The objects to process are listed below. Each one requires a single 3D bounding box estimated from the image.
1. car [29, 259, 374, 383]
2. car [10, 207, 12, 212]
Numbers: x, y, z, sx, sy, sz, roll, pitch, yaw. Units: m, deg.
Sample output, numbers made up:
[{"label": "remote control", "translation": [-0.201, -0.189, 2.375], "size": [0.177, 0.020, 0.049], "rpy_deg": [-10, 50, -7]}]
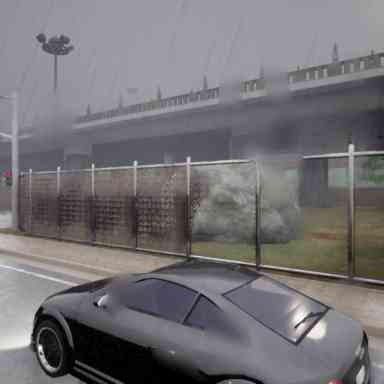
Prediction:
[{"label": "car", "translation": [-0.146, 1.564, 4.094], "size": [4.181, 1.385, 1.994], "rpy_deg": [0, 0, 36]}, {"label": "car", "translation": [-15.513, 1.276, 34.198], "size": [2.150, 2.045, 5.566], "rpy_deg": [0, 0, 35]}]
